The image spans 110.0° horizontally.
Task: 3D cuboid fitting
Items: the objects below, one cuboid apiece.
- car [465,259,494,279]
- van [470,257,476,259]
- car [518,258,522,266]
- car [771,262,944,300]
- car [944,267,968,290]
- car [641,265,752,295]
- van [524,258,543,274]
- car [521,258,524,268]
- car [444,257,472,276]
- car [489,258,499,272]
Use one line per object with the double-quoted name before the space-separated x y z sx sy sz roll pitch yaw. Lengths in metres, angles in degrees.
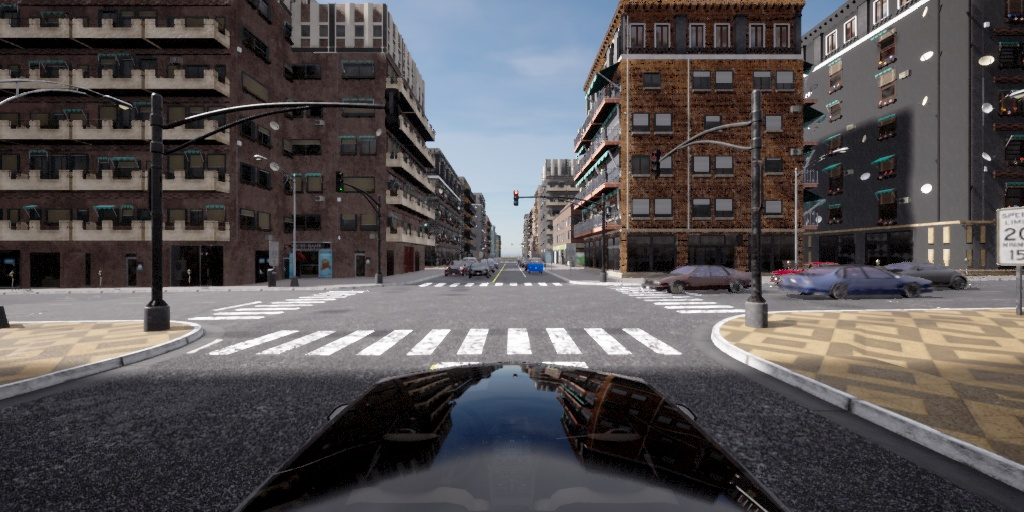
"car" -2.921 1.248 33.172 1.837 1.490 4.892 0 0 0
"van" -5.517 1.079 47.046 1.690 1.789 3.998 0 0 0
"car" 2.434 1.300 58.227 1.948 1.339 4.313 0 0 0
"car" 14.664 1.077 15.492 5.357 1.411 2.033 -1 0 0
"car" 20.312 1.015 18.357 4.181 1.385 1.994 -1 0 0
"car" 9.471 1.148 18.148 5.357 1.411 2.033 -1 0 -3
"van" 2.602 1.081 40.861 1.690 1.789 3.998 0 0 0
"car" 2.552 1.283 47.065 1.888 1.381 4.507 0 0 0
"car" -5.525 1.182 35.882 1.967 1.591 4.097 0 0 0
"car" -2.951 1.287 43.073 2.033 1.411 5.357 0 0 -1
